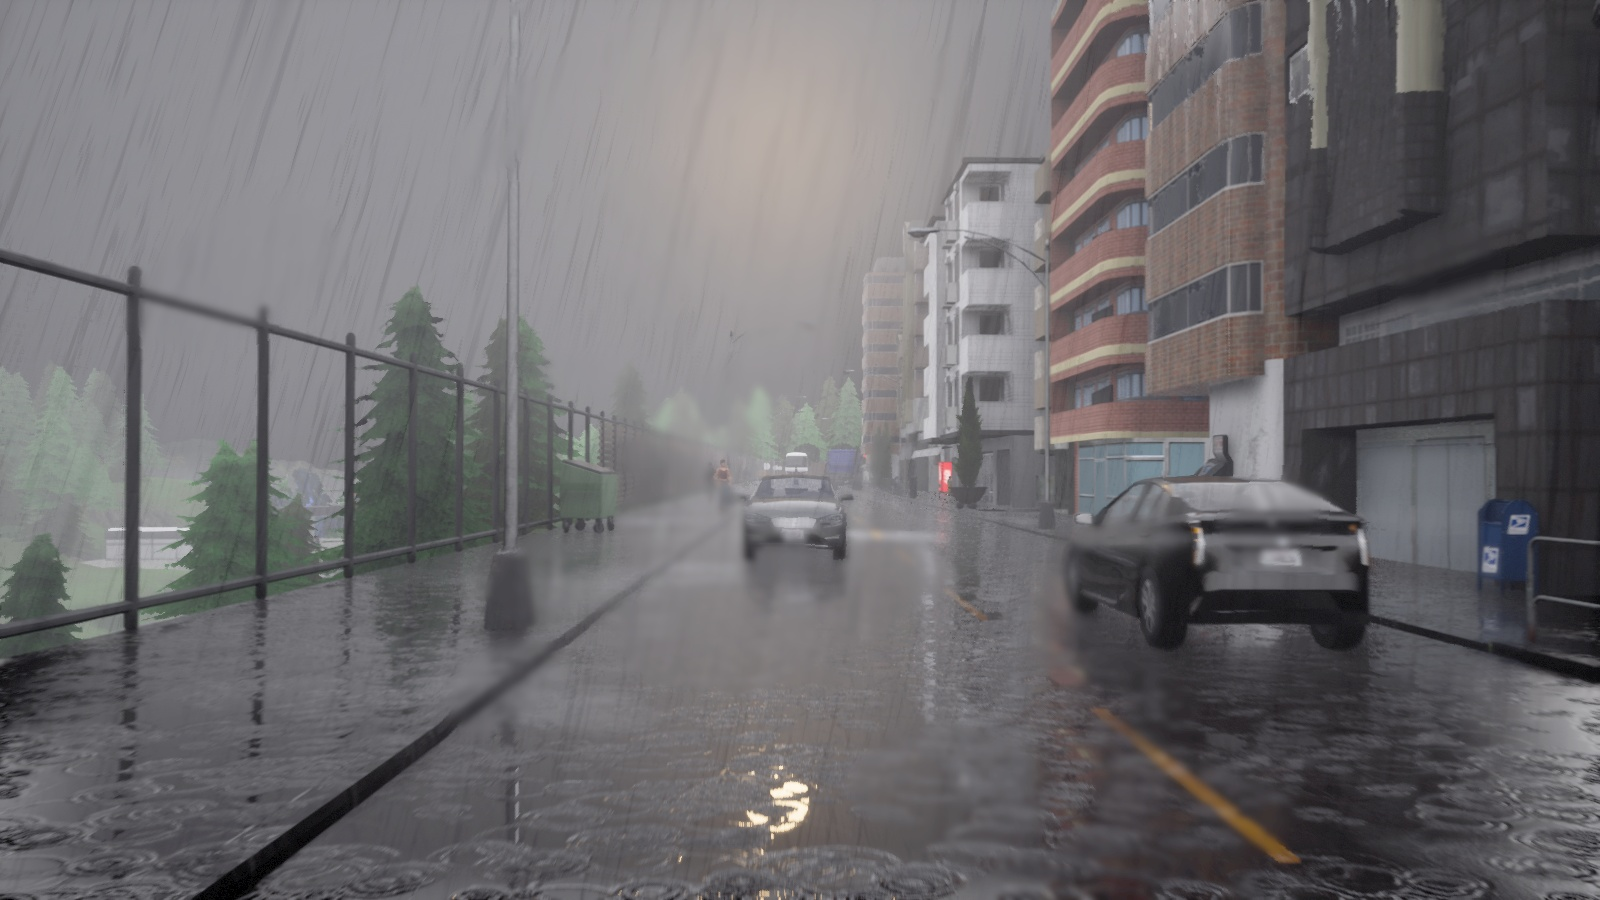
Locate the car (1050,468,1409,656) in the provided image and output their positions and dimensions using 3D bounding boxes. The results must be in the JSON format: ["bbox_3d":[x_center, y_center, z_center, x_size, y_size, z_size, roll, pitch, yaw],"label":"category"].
[{"bbox_3d":[3.962,0.955,12.525,2.007,1.525,4.514,0,-1,0],"label":"car"}]

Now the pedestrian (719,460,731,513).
[{"bbox_3d":[-2.602,1.266,43.650,0.345,1.836,0.594,0,-1,-10],"label":"pedestrian"}]

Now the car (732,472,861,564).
[{"bbox_3d":[-0.066,1.159,23.145,2.128,1.511,4.902,0,-1,0],"label":"car"}]

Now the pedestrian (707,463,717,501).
[{"bbox_3d":[-4.276,1.562,60.958,0.431,1.840,0.703,0,-1,0],"label":"pedestrian"}]
